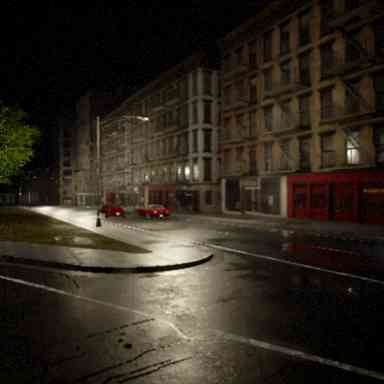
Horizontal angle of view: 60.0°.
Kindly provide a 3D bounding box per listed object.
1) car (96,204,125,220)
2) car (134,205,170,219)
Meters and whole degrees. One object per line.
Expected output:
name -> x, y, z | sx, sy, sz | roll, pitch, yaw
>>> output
car -> -8.040, 1.873, 32.675 | 1.812, 1.442, 4.674 | 0, -1, -31
car -> -3.958, 1.891, 32.209 | 1.895, 1.301, 4.718 | 0, -1, -31
